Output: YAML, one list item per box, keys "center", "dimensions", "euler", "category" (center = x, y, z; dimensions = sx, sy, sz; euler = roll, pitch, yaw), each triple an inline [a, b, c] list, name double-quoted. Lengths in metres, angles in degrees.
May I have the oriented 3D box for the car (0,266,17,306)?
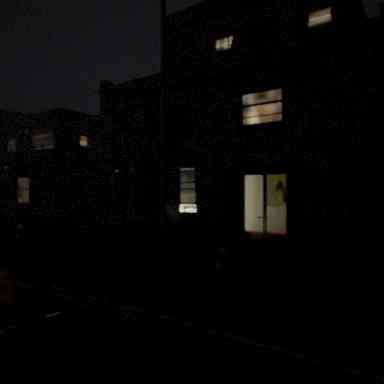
- center: [-5.363, 1.492, 6.566]
  dimensions: [4.829, 1.417, 1.752]
  euler: [0, 0, 35]
  category: "car"
